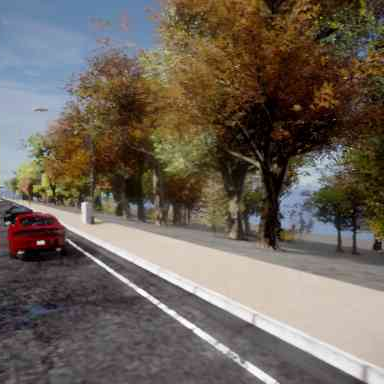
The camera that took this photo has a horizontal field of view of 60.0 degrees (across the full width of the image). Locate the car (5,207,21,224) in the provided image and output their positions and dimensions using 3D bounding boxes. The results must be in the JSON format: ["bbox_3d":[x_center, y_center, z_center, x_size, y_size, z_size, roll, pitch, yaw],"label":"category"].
[{"bbox_3d":[-13.447,1.823,25.947,1.994,1.385,4.181,0,0,-29],"label":"car"}]

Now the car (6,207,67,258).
[{"bbox_3d":[-6.401,1.606,13.589,1.882,1.535,5.008,0,0,-29],"label":"car"}]
